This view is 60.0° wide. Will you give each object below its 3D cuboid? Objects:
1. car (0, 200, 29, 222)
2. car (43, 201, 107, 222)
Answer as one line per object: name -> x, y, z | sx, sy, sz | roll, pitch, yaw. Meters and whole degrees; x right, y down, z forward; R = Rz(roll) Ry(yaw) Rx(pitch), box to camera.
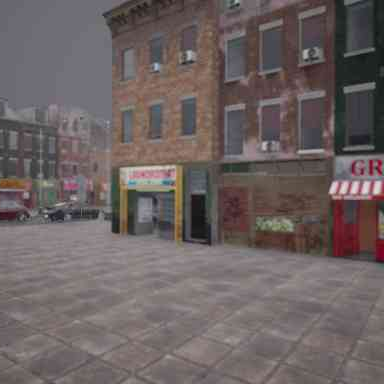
car -> -13.430, 1.308, 22.567 | 1.967, 1.590, 4.097 | 0, 0, 35
car -> -8.559, 1.414, 24.838 | 1.837, 1.490, 4.892 | 0, 0, 36
